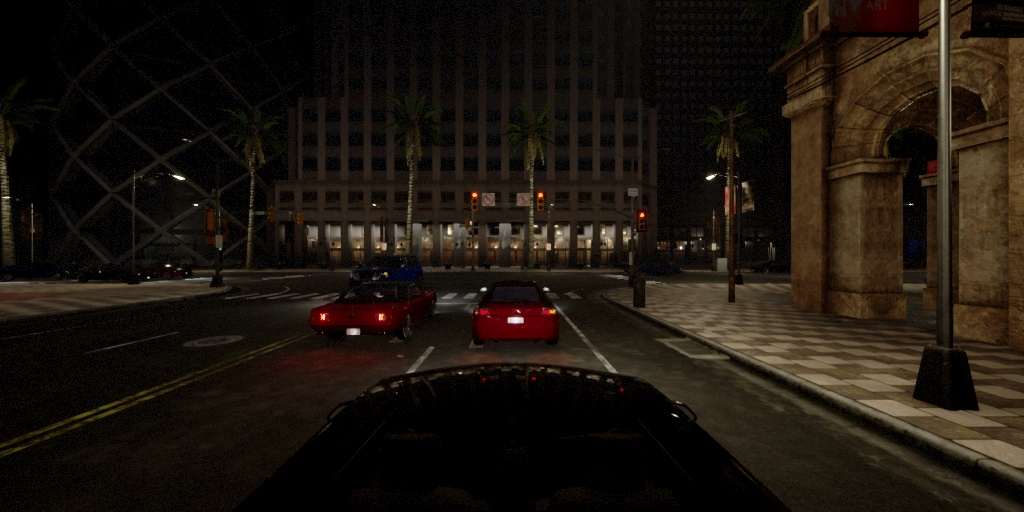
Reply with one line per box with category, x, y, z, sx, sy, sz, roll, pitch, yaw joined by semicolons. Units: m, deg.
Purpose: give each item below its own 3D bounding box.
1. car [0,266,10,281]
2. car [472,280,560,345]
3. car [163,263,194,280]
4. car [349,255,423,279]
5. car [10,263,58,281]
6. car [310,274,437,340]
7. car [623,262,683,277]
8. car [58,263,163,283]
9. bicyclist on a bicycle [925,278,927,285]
car;-40.045;1.314;25.604;4.181;1.385;1.994;0;0;-24
car;0.082;1.314;9.513;1.994;1.385;4.181;0;0;0
car;-30.426;1.314;31.157;4.181;1.385;1.994;0;0;-5
car;-6.820;0.971;20.145;2.150;2.045;5.566;-1;0;7
car;-39.058;1.276;29.676;4.674;1.442;1.812;0;0;-19
car;-3.417;1.351;9.976;1.895;1.301;4.718;0;0;0
car;13.741;1.297;35.117;5.357;1.411;2.033;0;0;0
car;-30.992;1.297;27.824;5.357;1.411;2.033;0;0;-3
bicyclist on a bicycle;24.677;1.051;20.602;0.582;1.620;1.656;0;0;0
